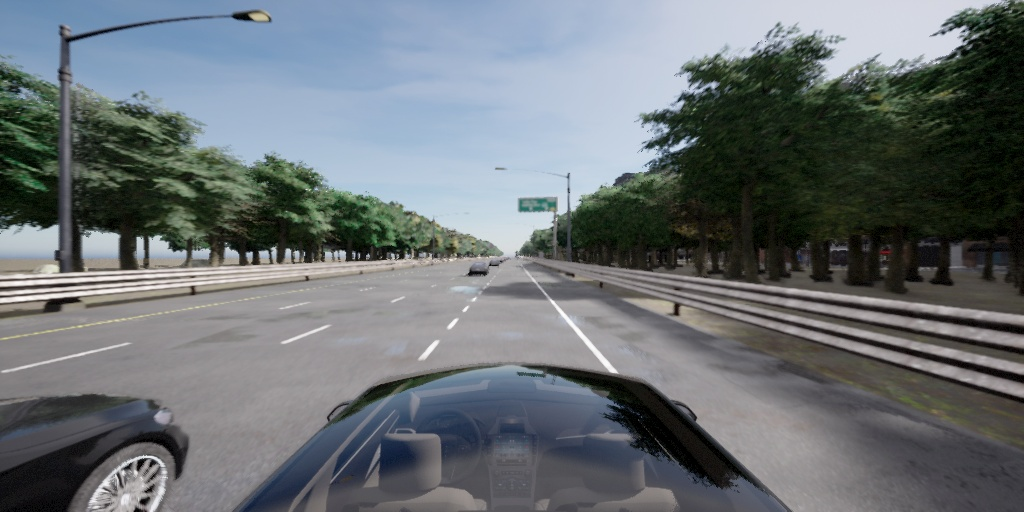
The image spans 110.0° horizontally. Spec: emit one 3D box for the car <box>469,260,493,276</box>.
[{"bbox_3d":[-3.428,1.310,38.041,1.994,1.385,4.181,0,0,0],"label":"car"}]

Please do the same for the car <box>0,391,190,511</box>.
[{"bbox_3d":[-3.500,1.275,0.892,1.812,1.442,4.674,0,0,0],"label":"car"}]
